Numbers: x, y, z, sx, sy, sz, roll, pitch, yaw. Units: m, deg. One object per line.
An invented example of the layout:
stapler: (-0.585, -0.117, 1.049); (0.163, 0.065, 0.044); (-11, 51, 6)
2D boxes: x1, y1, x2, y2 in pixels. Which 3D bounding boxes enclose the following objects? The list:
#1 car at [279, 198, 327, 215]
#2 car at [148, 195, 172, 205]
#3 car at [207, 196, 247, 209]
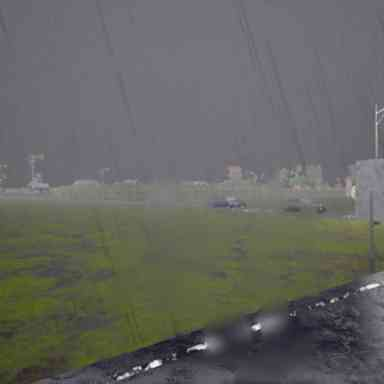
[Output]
car: (9.944, 1.243, 30.057); (1.994, 1.385, 4.181); (-1, 1, -33)
car: (-4.988, 1.175, 51.005); (1.837, 1.490, 4.892); (-1, 0, -38)
car: (3.998, 1.218, 38.917); (2.033, 1.411, 5.357); (-1, 1, -35)
